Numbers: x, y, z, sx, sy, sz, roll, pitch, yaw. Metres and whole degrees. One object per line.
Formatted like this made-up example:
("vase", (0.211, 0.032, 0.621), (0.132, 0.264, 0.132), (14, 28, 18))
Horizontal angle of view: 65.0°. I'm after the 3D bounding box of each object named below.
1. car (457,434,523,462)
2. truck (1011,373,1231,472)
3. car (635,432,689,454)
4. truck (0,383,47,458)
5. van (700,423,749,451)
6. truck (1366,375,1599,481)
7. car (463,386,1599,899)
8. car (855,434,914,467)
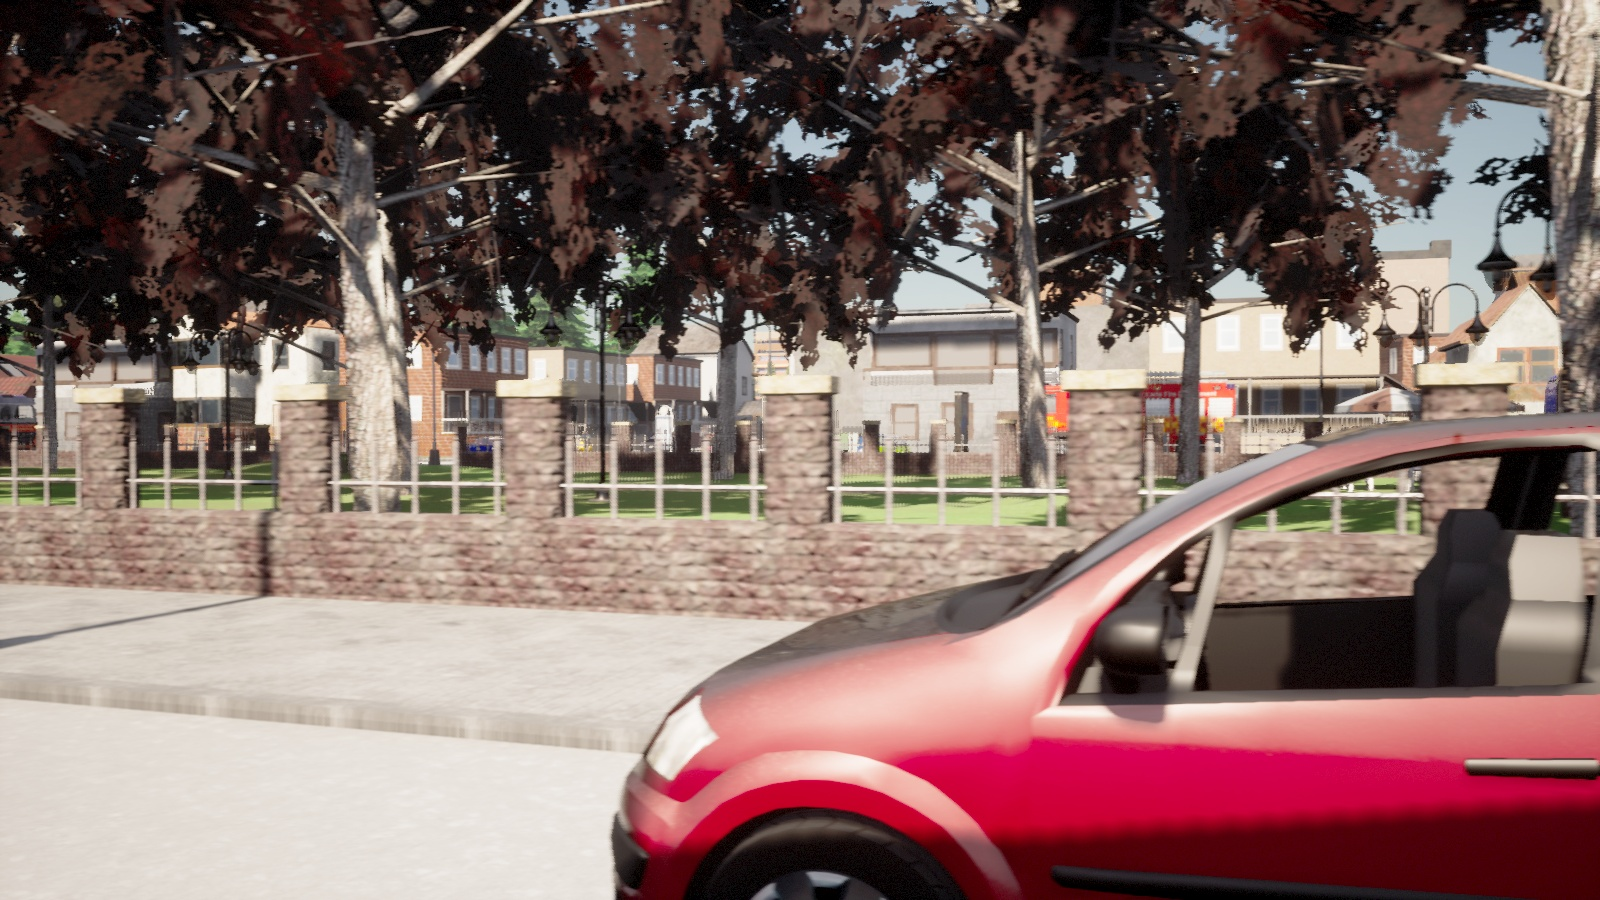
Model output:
("car", (-15.379, -0.132, 62.498), (1.895, 1.301, 4.718), (0, 1, 3))
("truck", (13.084, -1.110, 51.280), (8.468, 3.827, 2.891), (1, 1, 19))
("car", (-9.123, -0.482, 83.559), (1.994, 1.385, 4.181), (1, 1, 19))
("truck", (-44.457, -1.569, 66.405), (8.468, 3.827, 2.891), (0, 1, 16))
("van", (-5.603, -0.975, 93.928), (2.069, 2.038, 4.480), (1, 1, 19))
("truck", (24.043, -0.759, 43.355), (7.936, 3.462, 2.891), (1, 1, 19))
("car", (1.376, 0.678, 3.256), (3.988, 1.617, 1.851), (1, 1, 19))
("car", (3.681, 0.023, 54.471), (2.207, 1.376, 1.481), (1, 1, 19))
